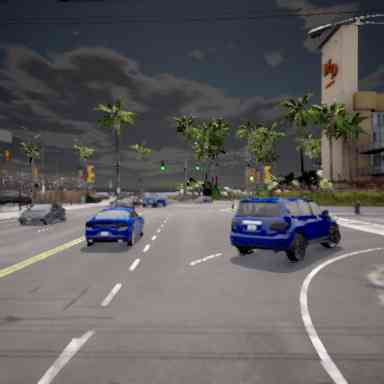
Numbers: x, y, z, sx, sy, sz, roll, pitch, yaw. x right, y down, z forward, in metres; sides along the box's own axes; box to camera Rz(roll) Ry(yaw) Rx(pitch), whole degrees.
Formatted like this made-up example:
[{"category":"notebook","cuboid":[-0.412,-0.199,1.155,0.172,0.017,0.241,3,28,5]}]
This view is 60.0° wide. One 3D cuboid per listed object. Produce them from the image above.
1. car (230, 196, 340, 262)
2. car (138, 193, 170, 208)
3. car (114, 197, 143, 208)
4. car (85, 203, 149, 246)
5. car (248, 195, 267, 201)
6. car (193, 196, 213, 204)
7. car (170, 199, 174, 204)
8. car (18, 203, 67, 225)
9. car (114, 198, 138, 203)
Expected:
[{"category":"car","cuboid":[3.637,1.218,12.482,2.150,2.045,5.566,-1,-1,41]},{"category":"car","cuboid":[-5.454,1.208,48.167,2.150,2.045,5.566,0,0,15]},{"category":"car","cuboid":[-9.053,1.538,48.052,2.033,1.411,5.357,0,0,15]},{"category":"car","cuboid":[-3.394,1.474,15.399,1.882,1.535,5.008,0,0,0]},{"category":"car","cuboid":[15.659,1.524,79.651,4.181,1.385,1.994,0,0,-32]},{"category":"car","cuboid":[2.200,1.480,63.997,2.128,1.511,4.902,0,0,36]},{"category":"car","cuboid":[-5.108,1.589,58.931,1.895,1.301,4.718,0,0,28]},{"category":"car","cuboid":[-10.563,1.521,23.942,1.812,1.442,4.674,0,0,0]},{"category":"car","cuboid":[-6.999,1.594,32.814,1.895,1.301,4.718,0,0,1]}]
